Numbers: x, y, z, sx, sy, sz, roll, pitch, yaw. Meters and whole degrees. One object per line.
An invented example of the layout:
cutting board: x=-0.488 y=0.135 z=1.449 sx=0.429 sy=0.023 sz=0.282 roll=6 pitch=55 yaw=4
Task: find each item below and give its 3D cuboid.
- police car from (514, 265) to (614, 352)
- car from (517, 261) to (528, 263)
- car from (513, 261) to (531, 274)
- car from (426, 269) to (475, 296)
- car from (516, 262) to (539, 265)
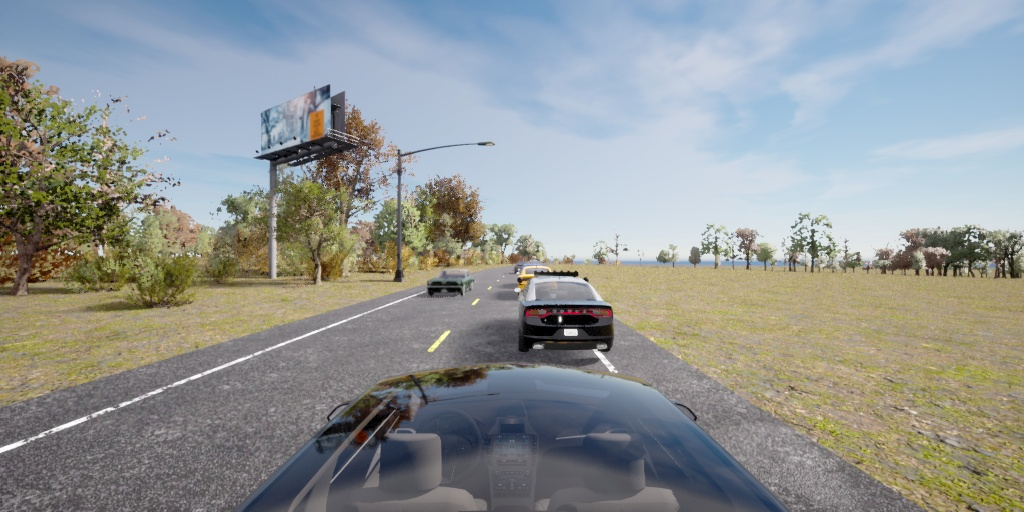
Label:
police car: x=1.092 y=1.184 z=9.068 sx=1.930 sy=1.638 sz=5.238 roll=0 pitch=0 yaw=1
car: x=1.420 y=1.295 z=24.902 sx=1.882 sy=1.535 sz=5.008 roll=0 pitch=0 yaw=2
car: x=1.325 y=1.466 z=45.966 sx=2.128 sy=1.511 sz=4.902 roll=0 pitch=0 yaw=4
car: x=-3.246 y=1.393 z=19.616 sx=1.895 sy=1.301 sz=4.718 roll=0 pitch=0 yaw=1
car: x=1.259 y=1.266 z=18.924 sx=1.882 sy=1.535 sz=5.008 roll=0 pitch=0 yaw=1
